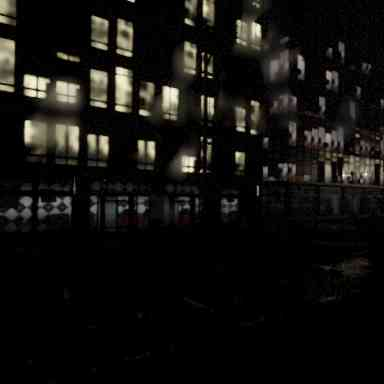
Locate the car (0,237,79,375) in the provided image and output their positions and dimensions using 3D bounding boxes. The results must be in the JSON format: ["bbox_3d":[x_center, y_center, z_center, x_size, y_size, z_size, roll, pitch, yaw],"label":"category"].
[{"bbox_3d":[-3.627,1.430,3.967,4.097,1.590,1.967,1,0,-36],"label":"car"}]
